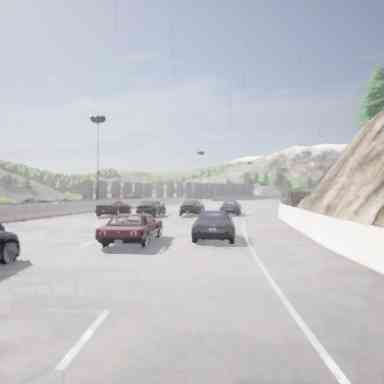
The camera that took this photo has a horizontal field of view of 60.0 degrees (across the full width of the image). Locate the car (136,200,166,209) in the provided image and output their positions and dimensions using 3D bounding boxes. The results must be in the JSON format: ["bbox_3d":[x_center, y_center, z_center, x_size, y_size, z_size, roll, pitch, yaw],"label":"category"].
[{"bbox_3d":[-3.765,1.535,31.093,1.837,1.490,4.892,0,0,11],"label":"car"}]

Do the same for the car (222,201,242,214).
[{"bbox_3d":[4.042,1.616,34.287,1.994,1.385,4.181,0,0,12],"label":"car"}]

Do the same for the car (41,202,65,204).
[{"bbox_3d":[-16.204,1.561,40.941,2.033,1.411,5.357,0,0,13],"label":"car"}]

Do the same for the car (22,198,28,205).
[{"bbox_3d":[-19.461,1.572,42.192,1.994,1.385,4.181,0,0,14],"label":"car"}]

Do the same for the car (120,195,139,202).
[{"bbox_3d":[-14.677,1.395,78.203,1.882,1.535,5.008,0,0,23],"label":"car"}]

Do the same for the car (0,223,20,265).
[{"bbox_3d":[-6.542,1.488,8.799,2.128,1.511,4.902,0,0,3],"label":"car"}]

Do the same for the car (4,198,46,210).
[{"bbox_3d":[-22.436,1.552,44.921,2.033,1.411,5.357,0,0,14],"label":"car"}]

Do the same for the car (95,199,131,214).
[{"bbox_3d":[-7.287,1.500,31.310,1.882,1.535,5.008,0,0,10],"label":"car"}]

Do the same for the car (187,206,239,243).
[{"bbox_3d":[1.098,1.587,16.326,1.994,1.385,4.181,0,0,6],"label":"car"}]

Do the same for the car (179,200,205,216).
[{"bbox_3d":[0.071,1.546,32.433,1.837,1.490,4.892,0,0,11],"label":"car"}]

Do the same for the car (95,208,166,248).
[{"bbox_3d":[-2.586,1.614,14.896,1.895,1.301,4.718,0,0,5],"label":"car"}]
